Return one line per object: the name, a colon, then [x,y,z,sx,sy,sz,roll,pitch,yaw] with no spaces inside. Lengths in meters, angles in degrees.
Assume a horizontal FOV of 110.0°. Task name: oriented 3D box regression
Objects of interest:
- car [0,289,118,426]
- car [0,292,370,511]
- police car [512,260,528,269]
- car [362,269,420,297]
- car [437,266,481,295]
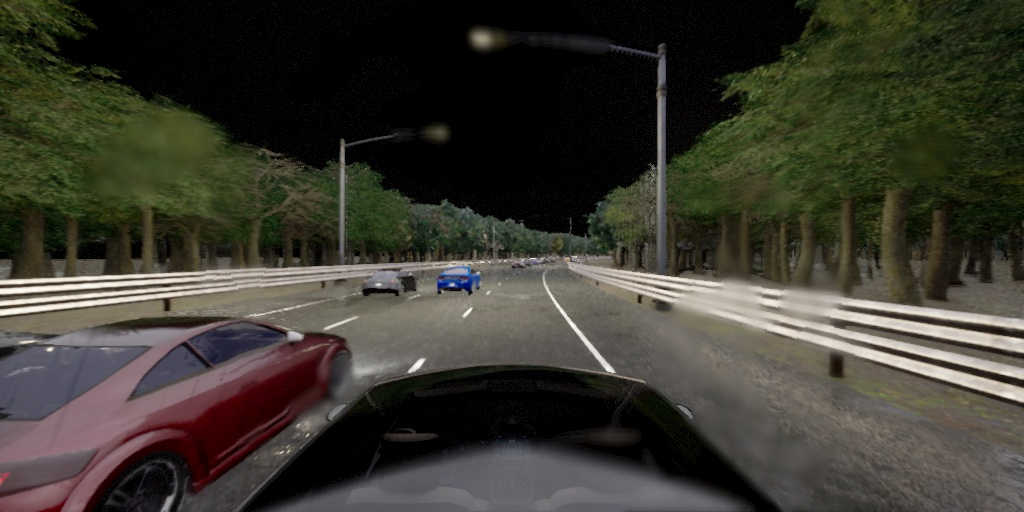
car: [-6.875,1.225,2.966,1.837,1.490,4.892,0,0,0]
car: [-3.371,1.309,3.768,1.994,1.385,4.181,0,0,0]
police car: [1.195,1.517,64.250,2.038,1.542,4.974,0,0,9]
car: [-6.517,1.389,19.706,1.994,1.385,4.181,0,0,2]
car: [-2.968,1.329,20.841,1.882,1.535,5.008,0,0,2]
